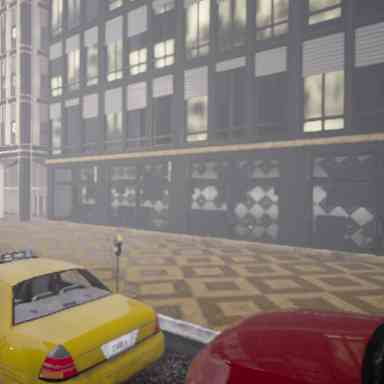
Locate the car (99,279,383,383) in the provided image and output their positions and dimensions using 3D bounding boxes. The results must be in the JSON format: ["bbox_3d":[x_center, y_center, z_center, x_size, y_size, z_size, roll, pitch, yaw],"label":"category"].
[{"bbox_3d":[2.166,1.321,1.324,5.009,1.841,2.192,0,1,35],"label":"car"}]

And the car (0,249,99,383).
[{"bbox_3d":[-2.612,1.501,4.730,4.829,1.417,1.752,0,1,35],"label":"car"}]
